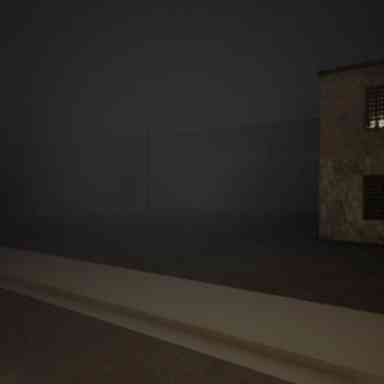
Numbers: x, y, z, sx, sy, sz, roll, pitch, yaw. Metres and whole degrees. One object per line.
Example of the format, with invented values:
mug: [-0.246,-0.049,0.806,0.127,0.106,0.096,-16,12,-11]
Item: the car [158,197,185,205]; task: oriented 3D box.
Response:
car: [-3.837,1.593,61.295,5.008,1.535,1.882,1,0,-20]
